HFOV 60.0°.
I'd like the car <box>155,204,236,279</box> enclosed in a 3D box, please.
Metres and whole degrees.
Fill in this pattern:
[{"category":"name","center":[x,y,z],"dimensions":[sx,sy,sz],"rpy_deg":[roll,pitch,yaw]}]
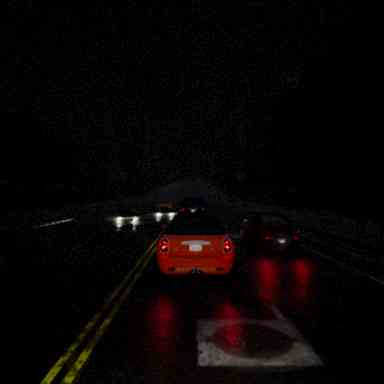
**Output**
[{"category":"car","center":[0.093,1.433,10.429],"dimensions":[2.097,1.767,4.553],"rpy_deg":[0,-1,0]}]

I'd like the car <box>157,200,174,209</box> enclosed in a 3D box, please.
[{"category":"car","center":[-3.322,1.776,42.420],"dimensions":[1.882,1.535,5.008],"rpy_deg":[0,0,0]}]

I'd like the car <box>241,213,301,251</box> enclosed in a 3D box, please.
[{"category":"car","center":[3.350,1.640,14.662],"dimensions":[1.812,1.442,4.674],"rpy_deg":[0,0,0]}]

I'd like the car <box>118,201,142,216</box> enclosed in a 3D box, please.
[{"category":"car","center":[-6.605,1.735,35.743],"dimensions":[1.882,1.535,5.008],"rpy_deg":[0,0,0]}]

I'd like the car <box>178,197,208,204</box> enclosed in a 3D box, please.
[{"category":"car","center":[0.083,1.419,26.088],"dimensions":[2.150,2.045,5.566],"rpy_deg":[0,0,0]}]
